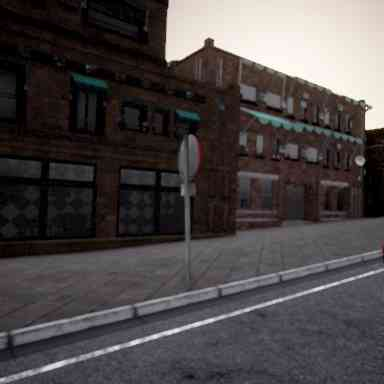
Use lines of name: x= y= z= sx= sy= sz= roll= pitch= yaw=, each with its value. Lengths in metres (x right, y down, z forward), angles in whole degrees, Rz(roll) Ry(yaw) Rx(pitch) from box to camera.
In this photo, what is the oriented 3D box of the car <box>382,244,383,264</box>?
car: x=7.394 y=1.174 z=8.983 sx=5.566 sy=2.045 sz=2.150 roll=-1 pitch=0 yaw=-36
